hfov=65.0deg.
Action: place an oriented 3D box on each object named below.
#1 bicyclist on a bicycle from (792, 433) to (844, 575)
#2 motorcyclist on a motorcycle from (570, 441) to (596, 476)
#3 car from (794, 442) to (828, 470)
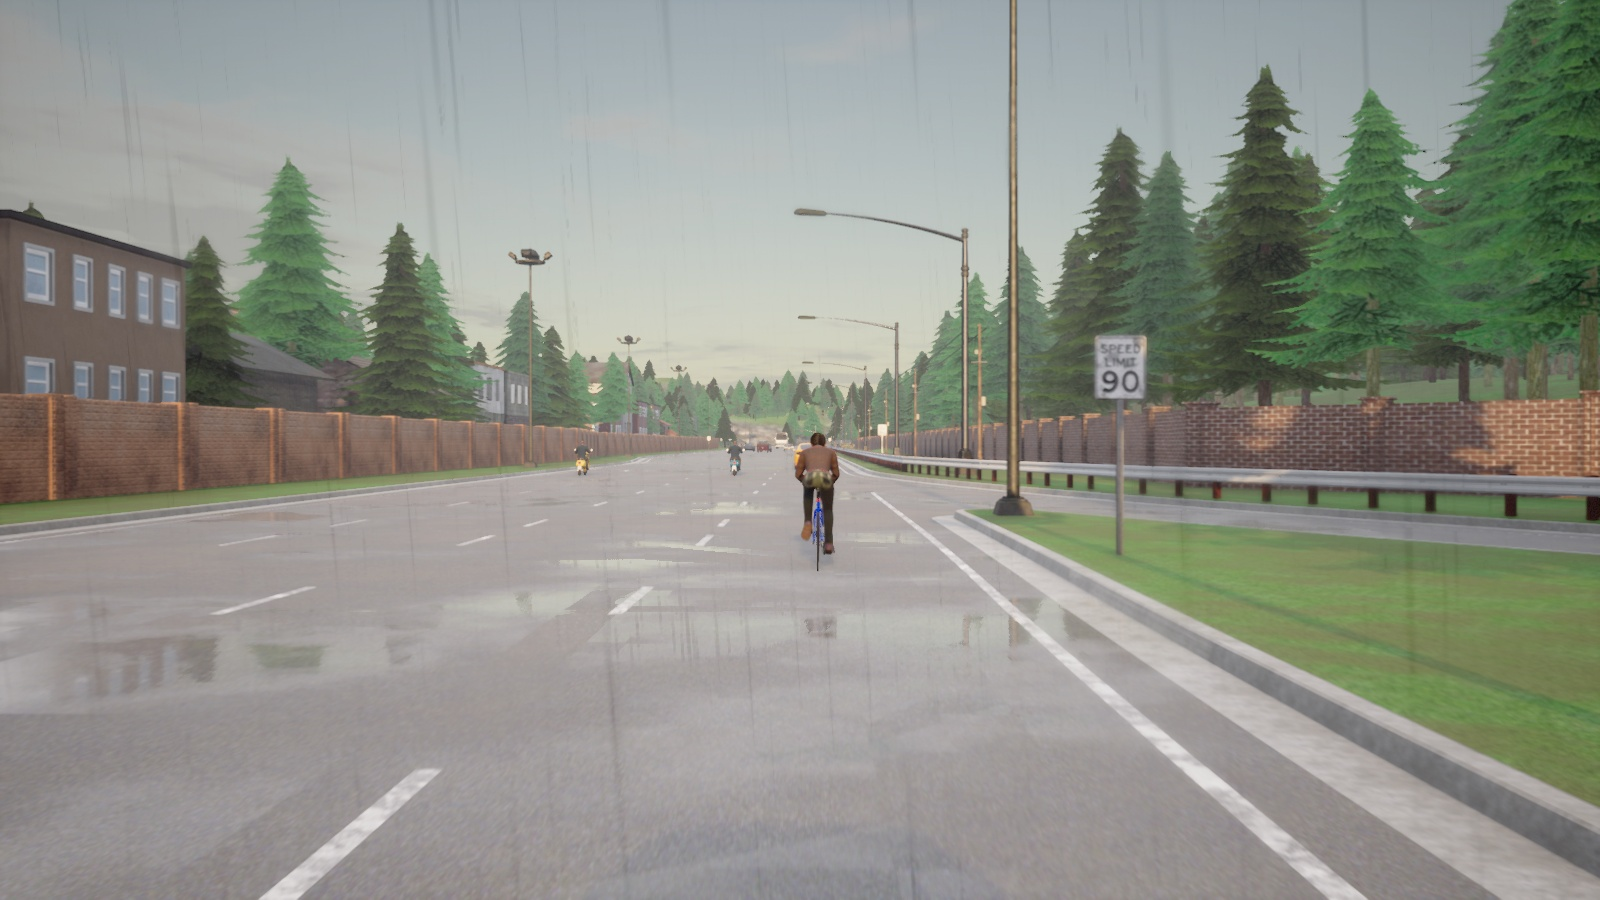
[{"bbox_3d":[0.221,0.614,15.188,0.582,1.620,1.656,0,0,1],"label":"bicyclist on a bicycle"},{"bbox_3d":[-9.966,0.367,57.600,0.866,1.590,1.817,0,0,0],"label":"motorcyclist on a motorcycle"},{"bbox_3d":[0.617,0.320,71.678,1.882,1.535,5.008,0,1,0],"label":"car"}]
